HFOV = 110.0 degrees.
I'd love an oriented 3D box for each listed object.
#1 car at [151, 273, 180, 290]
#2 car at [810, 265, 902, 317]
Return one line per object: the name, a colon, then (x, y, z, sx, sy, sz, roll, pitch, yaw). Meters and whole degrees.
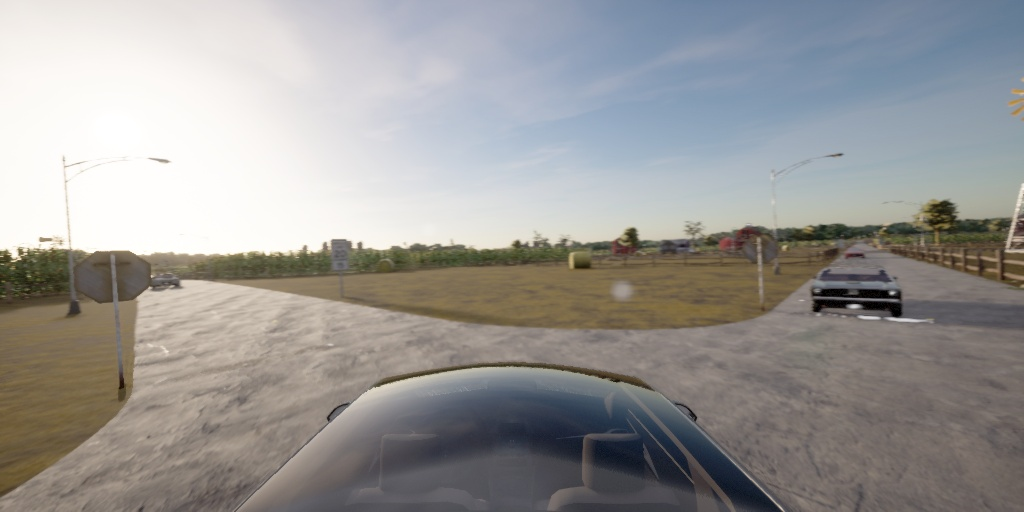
car: (-34.188, 2.468, 35.323, 4.181, 1.385, 1.994, -2, 1, 44)
car: (10.567, 0.970, 11.101, 1.895, 1.301, 4.718, -2, 0, 44)
